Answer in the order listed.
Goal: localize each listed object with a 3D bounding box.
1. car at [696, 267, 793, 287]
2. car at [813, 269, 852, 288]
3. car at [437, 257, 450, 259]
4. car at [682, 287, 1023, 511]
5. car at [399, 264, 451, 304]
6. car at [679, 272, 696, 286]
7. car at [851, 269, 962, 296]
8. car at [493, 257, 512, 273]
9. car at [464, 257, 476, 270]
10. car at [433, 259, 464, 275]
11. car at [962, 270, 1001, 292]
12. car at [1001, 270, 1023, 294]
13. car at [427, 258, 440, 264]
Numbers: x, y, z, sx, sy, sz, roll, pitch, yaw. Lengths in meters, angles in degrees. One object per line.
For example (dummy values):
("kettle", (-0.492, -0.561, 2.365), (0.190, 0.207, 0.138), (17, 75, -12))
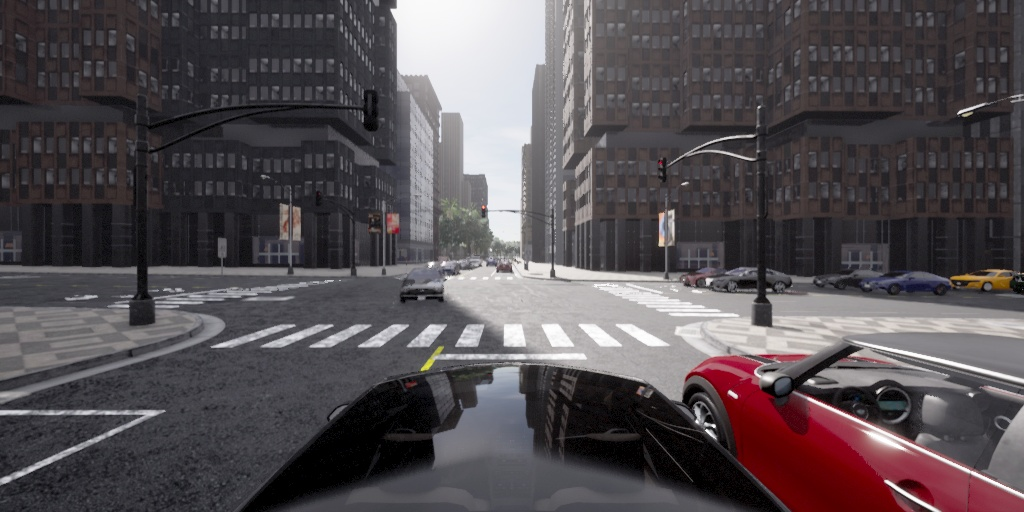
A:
("car", (14.680, 1.469, 22.385), (4.902, 1.511, 2.128), (1, 0, -1))
("car", (24.388, 1.639, 25.762), (4.674, 1.442, 1.812), (1, 0, -1))
("car", (-9.520, 1.063, 48.868), (2.192, 1.841, 5.009), (0, 0, -1))
("car", (2.761, 1.190, 2.195), (1.967, 1.591, 4.097), (0, 0, 0))
("car", (-4.044, 1.268, 16.732), (2.033, 1.411, 5.357), (0, 0, -11))
("car", (14.265, 1.531, 25.627), (4.181, 1.385, 1.994), (1, 0, 0))
("car", (24.620, 1.648, 22.504), (4.674, 1.442, 1.812), (1, 0, -1))
("car", (-0.920, 1.179, 43.559), (1.967, 1.591, 4.097), (0, 0, -1))
("car", (-6.895, 1.246, 51.924), (2.128, 1.511, 4.902), (0, 0, -1))
("car", (-6.698, 1.277, 38.352), (2.033, 1.411, 5.357), (0, 0, -1))
("car", (34.725, 1.742, 25.892), (5.008, 1.535, 1.882), (1, 0, -1))
("car", (35.280, 1.501, 22.649), (5.566, 2.045, 2.150), (1, 0, -1))
("car", (-9.445, 1.305, 43.443), (1.948, 1.339, 4.313), (0, 0, -1))
